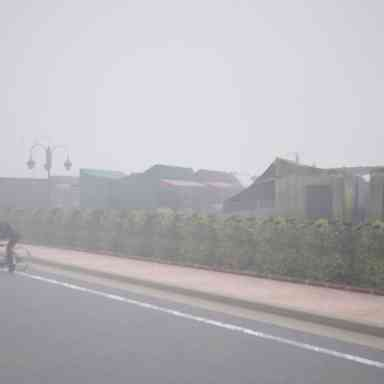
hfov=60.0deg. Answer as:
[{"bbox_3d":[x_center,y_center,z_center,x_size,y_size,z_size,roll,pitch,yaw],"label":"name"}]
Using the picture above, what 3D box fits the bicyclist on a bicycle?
[{"bbox_3d":[-5.097,1.416,8.856,0.582,1.620,1.656,0,0,34],"label":"bicyclist on a bicycle"}]
